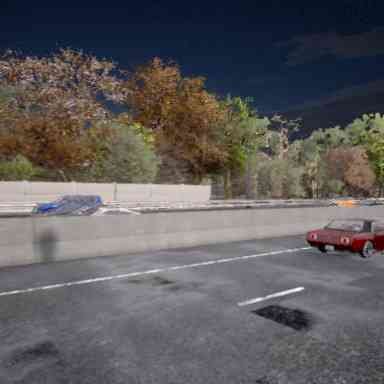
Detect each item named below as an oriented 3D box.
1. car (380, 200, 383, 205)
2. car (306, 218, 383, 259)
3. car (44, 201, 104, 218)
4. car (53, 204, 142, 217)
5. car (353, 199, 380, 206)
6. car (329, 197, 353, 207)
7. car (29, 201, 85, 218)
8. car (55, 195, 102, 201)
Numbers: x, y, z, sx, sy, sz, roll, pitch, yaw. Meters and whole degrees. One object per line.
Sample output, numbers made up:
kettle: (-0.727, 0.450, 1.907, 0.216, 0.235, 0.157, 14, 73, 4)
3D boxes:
car: (28.210, 1.821, 45.539, 4.181, 1.385, 1.994, 0, 0, -35)
car: (6.609, 1.667, 12.883, 4.718, 1.301, 1.895, 0, 0, -35)
car: (-6.342, 1.541, 20.957, 4.892, 1.490, 1.837, 0, 0, -35)
car: (-4.653, 1.560, 17.863, 4.674, 1.442, 1.812, 0, 0, -35)
car: (25.934, 1.762, 48.213, 4.892, 1.490, 1.837, 0, 0, -35)
car: (22.835, 1.601, 50.279, 4.553, 1.767, 2.097, 0, 0, -35)
car: (-8.639, 1.583, 23.621, 5.357, 1.411, 2.033, 0, 0, -35)
car: (-9.886, 1.262, 27.028, 5.566, 2.045, 2.150, 0, 0, -35)
